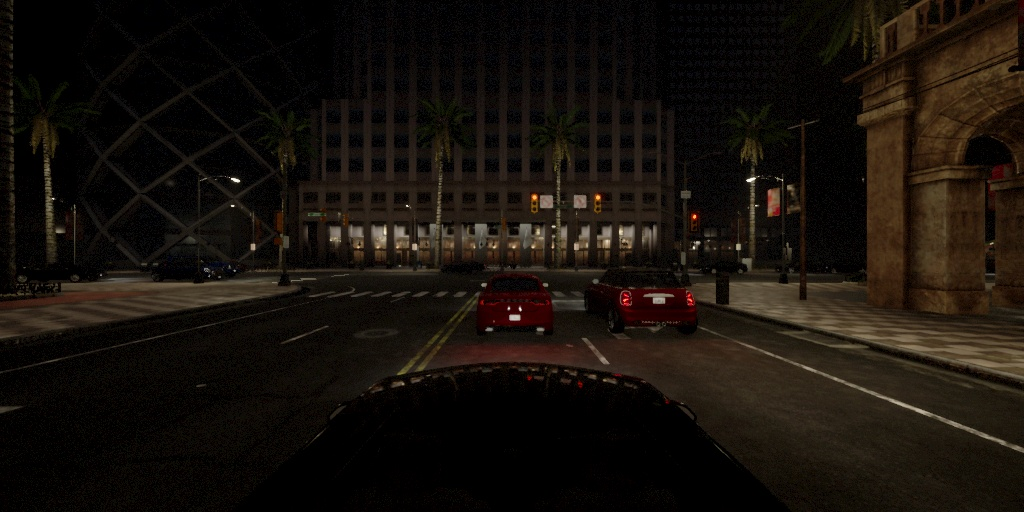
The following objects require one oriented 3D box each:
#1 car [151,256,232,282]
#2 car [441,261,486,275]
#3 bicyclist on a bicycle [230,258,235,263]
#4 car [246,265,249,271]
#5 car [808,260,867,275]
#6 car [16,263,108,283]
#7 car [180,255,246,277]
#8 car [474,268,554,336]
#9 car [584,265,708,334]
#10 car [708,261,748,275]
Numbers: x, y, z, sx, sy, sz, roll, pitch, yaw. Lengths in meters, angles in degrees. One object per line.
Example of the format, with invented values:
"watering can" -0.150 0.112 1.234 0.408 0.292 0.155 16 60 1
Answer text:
"car" -25.627 1.102 28.553 4.553 1.767 2.097 0 0 -3
"car" -5.342 1.241 39.506 4.902 1.511 2.128 0 0 0
"bicyclist on a bicycle" -35.747 1.050 45.753 0.582 1.620 1.656 0 0 -12
"car" -31.246 1.276 38.849 4.674 1.442 1.812 0 0 -8
"car" 36.110 1.228 39.375 5.008 1.535 1.882 0 0 0
"car" -34.420 1.255 27.227 4.892 1.490 1.837 0 0 -19
"car" -27.667 0.971 32.048 5.566 2.045 2.150 0 0 -3
"car" 0.081 1.228 10.494 1.882 1.535 5.008 0 0 0
"car" 3.582 1.102 10.835 2.097 1.767 4.553 0 0 0
"car" 23.173 1.255 39.418 4.892 1.490 1.837 0 0 0
